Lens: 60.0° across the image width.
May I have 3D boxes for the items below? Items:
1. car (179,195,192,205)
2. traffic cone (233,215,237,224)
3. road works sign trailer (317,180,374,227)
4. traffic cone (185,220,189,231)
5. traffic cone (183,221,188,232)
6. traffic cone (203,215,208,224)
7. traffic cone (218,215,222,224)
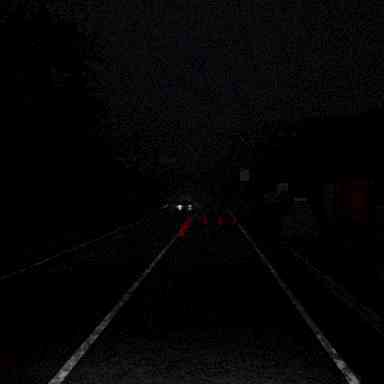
[{"bbox_3d":[-1.104,1.236,52.216,1.882,1.535,5.008,0,0,-3],"label":"car"},{"bbox_3d":[2.867,1.863,22.271,0.340,0.580,0.340,0,0,10],"label":"traffic cone"},{"bbox_3d":[7.921,0.515,18.580,3.560,2.380,2.880,-5,7,-42],"label":"road works sign trailer"},{"bbox_3d":[-0.360,1.868,18.355,0.340,0.580,0.340,0,0,4],"label":"traffic cone"},{"bbox_3d":[-0.493,1.878,16.359,0.340,0.580,0.340,0,0,4],"label":"traffic cone"},{"bbox_3d":[0.903,1.854,22.272,0.340,0.580,0.340,0,0,4],"label":"traffic cone"},{"bbox_3d":[1.893,1.859,22.205,0.340,0.580,0.340,0,0,4],"label":"traffic cone"}]
